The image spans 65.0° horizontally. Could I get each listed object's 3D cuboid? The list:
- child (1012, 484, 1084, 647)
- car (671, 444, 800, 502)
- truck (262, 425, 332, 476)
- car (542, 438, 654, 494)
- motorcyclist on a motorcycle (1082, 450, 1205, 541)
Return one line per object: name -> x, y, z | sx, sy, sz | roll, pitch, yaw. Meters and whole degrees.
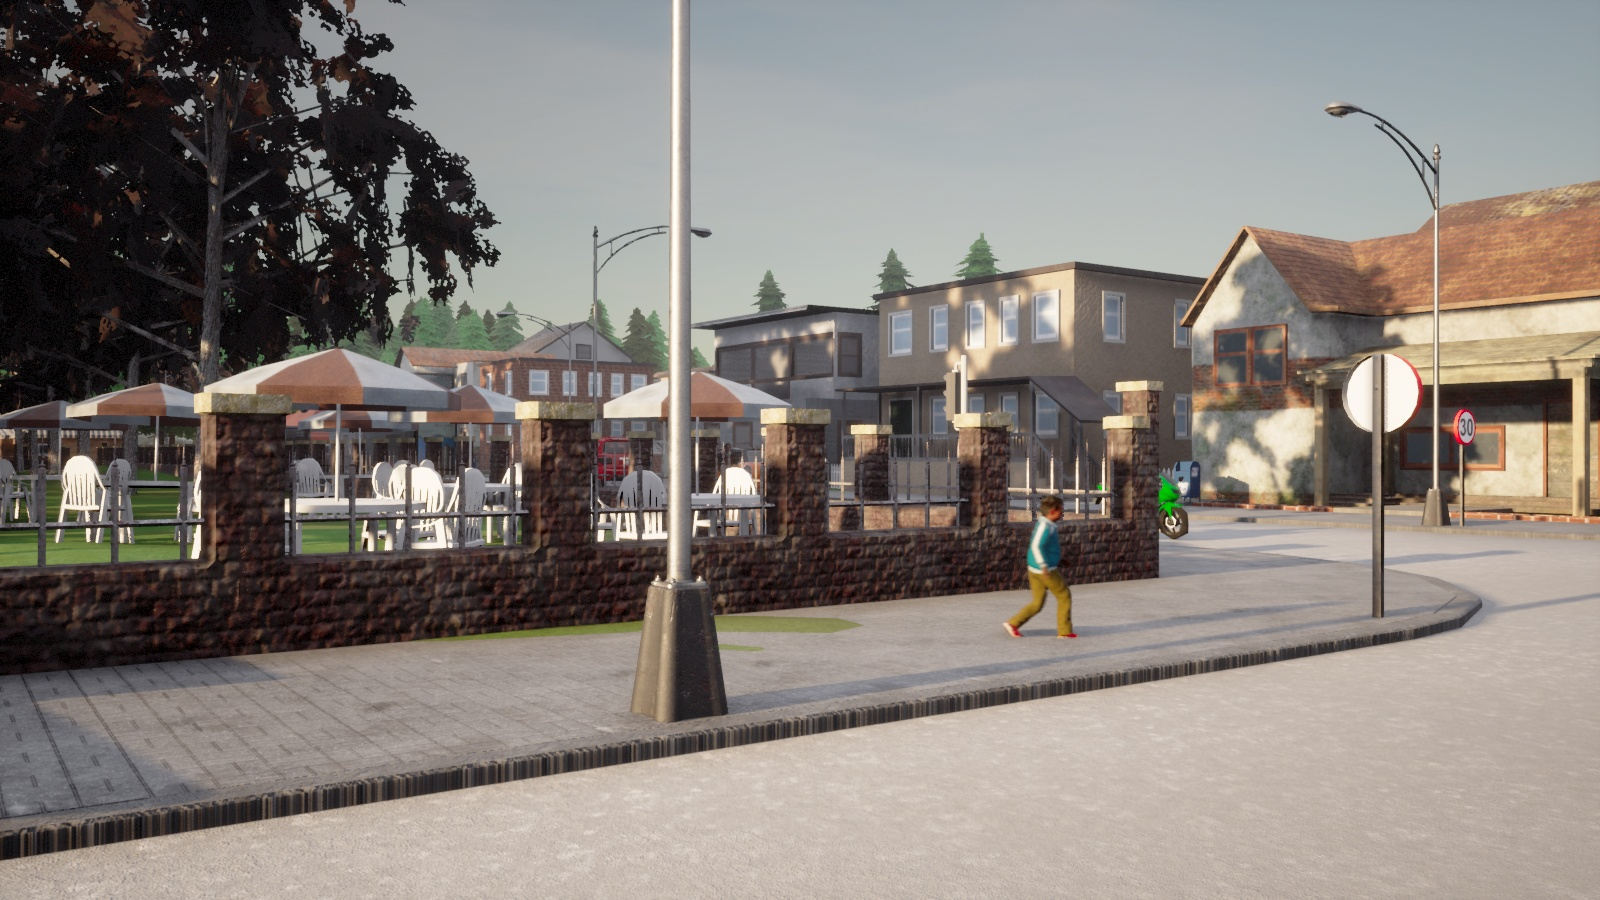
child -> 1.860, 0.854, 9.435 | 0.448, 1.192, 0.343 | 0, 0, -4
car -> -2.155, 0.708, 40.806 | 2.097, 1.767, 4.553 | 0, 0, -35
truck -> -35.453, 0.054, 88.414 | 2.891, 3.462, 7.936 | 0, 0, -35
car -> -7.976, 0.601, 49.126 | 2.150, 2.045, 5.566 | 0, 0, -35
motorcyclist on a motorcycle -> 6.029, 0.769, 22.131 | 0.797, 1.523, 2.044 | 0, 0, -35
